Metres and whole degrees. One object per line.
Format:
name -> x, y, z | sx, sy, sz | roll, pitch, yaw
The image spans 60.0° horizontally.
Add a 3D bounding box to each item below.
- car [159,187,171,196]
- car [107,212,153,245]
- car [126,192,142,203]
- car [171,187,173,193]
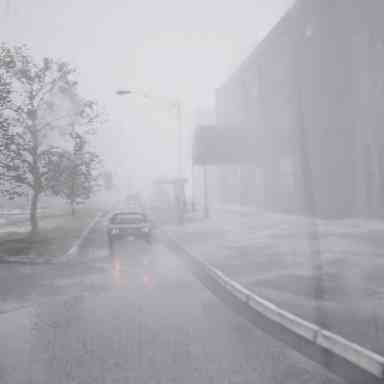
car -> -6.638, 0.176, 77.186 | 2.097, 1.535, 5.008 | -2, 1, 0
car -> -3.017, 1.604, 15.902 | 1.895, 1.301, 4.718 | -1, 1, -12
car -> -8.357, 0.738, 47.840 | 1.837, 1.490, 4.892 | -1, 1, -5
car -> -6.592, 0.127, 82.685 | 2.163, 1.488, 4.792 | -1, 1, 0
